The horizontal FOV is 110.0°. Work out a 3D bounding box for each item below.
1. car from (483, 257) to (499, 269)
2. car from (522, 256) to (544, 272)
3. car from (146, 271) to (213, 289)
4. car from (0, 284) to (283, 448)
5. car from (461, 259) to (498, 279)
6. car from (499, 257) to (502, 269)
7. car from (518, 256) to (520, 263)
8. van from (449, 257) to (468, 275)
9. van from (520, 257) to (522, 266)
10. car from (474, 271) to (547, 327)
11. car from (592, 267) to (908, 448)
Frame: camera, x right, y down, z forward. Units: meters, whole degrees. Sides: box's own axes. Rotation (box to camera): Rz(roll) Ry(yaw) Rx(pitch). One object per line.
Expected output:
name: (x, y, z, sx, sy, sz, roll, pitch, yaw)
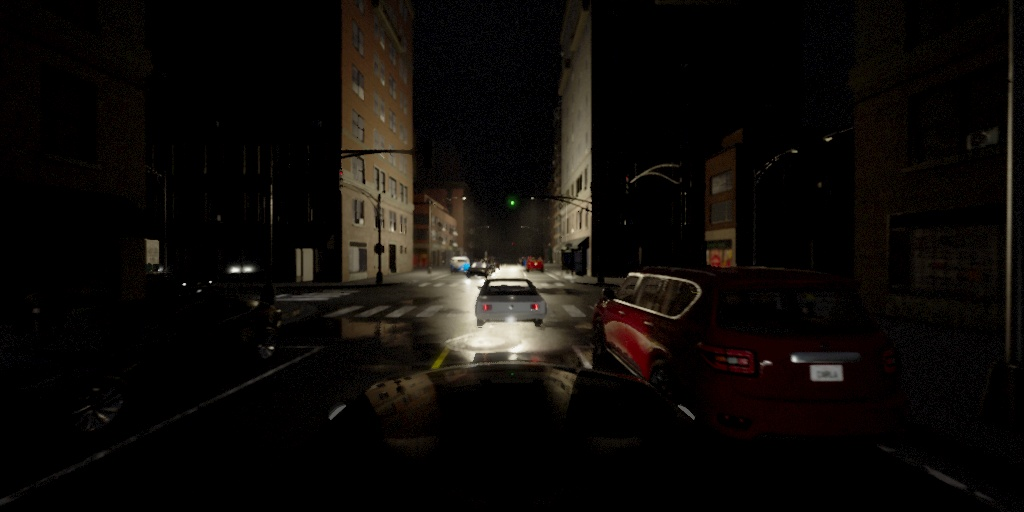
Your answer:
car: (-2.839, 1.177, 42.123, 1.837, 1.490, 4.892, 0, 0, 0)
car: (2.701, 0.986, 42.767, 2.192, 1.841, 5.009, 0, 0, 0)
car: (-17.266, 1.391, 17.269, 4.718, 1.301, 1.895, 0, 0, 0)
car: (-5.387, 1.309, 5.394, 1.948, 1.339, 4.313, 0, 0, 0)
car: (-2.823, 1.239, 32.291, 2.033, 1.411, 5.357, 0, 0, 4)
car: (-2.810, 1.217, 52.306, 1.994, 1.385, 4.181, 0, 0, 0)
car: (2.679, 0.943, 64.392, 2.192, 1.841, 5.009, 0, 0, 0)
van: (-5.411, 1.023, 37.358, 1.690, 1.789, 3.998, 0, 0, 0)
van: (2.685, 0.980, 58.985, 1.690, 1.789, 3.998, 0, 0, 0)
car: (-0.172, 1.333, 11.384, 1.895, 1.301, 4.718, 0, 0, -4)
car: (2.638, 1.058, 5.396, 2.192, 1.841, 5.009, 0, 0, 0)
